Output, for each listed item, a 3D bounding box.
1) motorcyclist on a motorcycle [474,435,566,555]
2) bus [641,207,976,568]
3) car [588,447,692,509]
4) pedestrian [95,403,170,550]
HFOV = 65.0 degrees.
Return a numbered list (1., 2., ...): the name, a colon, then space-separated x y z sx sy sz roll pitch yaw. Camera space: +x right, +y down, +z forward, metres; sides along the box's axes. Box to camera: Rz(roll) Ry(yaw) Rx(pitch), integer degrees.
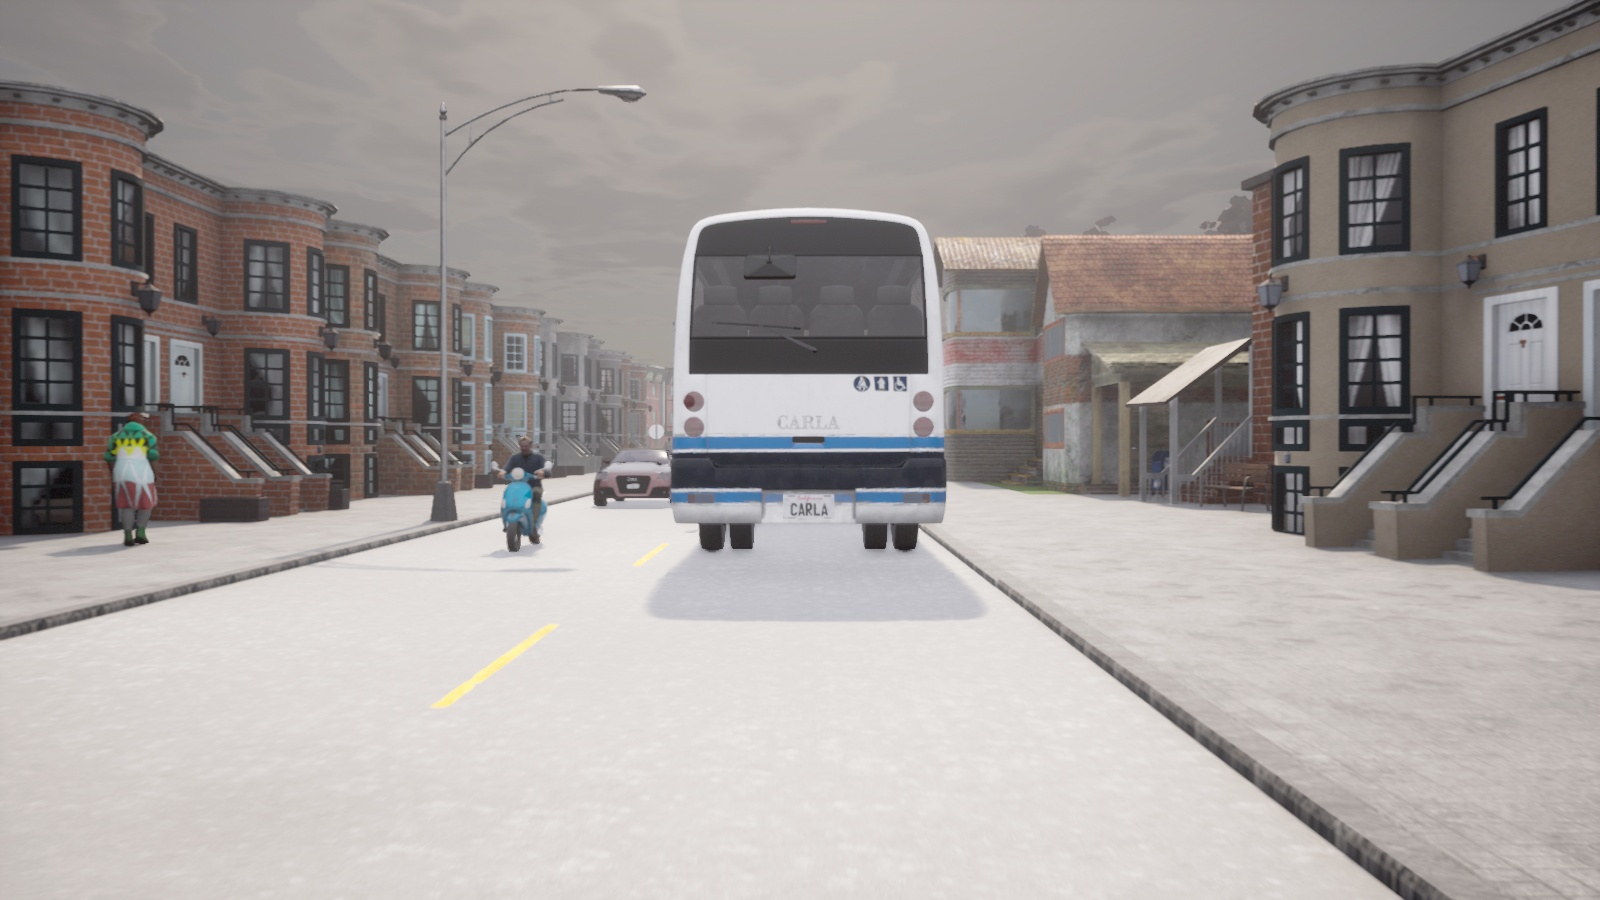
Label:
1. motorcyclist on a motorcycle: -3.884 0.598 17.570 0.866 1.590 1.817 0 0 0
2. bus: 0.131 -0.742 19.918 3.944 4.253 10.273 0 0 0
3. car: -3.809 0.635 30.558 1.994 1.385 4.181 0 0 0
4. pedestrian: -9.119 0.352 17.181 0.659 1.952 0.873 0 0 -9
